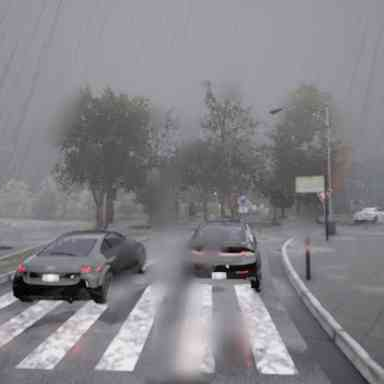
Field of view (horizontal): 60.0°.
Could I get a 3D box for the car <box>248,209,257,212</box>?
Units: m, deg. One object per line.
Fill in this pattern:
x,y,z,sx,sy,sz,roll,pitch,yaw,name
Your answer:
11.804,4.511,72.495,4.902,1.511,2.128,-4,-6,22,car

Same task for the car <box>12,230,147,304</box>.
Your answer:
-2.500,1.649,8.423,1.994,1.385,4.181,-1,-1,7,car

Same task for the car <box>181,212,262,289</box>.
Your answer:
0.906,1.550,9.404,2.128,1.511,4.902,-1,0,8,car

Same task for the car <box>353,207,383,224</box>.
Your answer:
16.784,2.147,30.953,4.674,1.442,1.812,0,-3,-37,car

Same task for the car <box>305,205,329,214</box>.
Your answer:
24.773,3.619,65.423,2.150,2.045,5.566,3,-6,-34,car
